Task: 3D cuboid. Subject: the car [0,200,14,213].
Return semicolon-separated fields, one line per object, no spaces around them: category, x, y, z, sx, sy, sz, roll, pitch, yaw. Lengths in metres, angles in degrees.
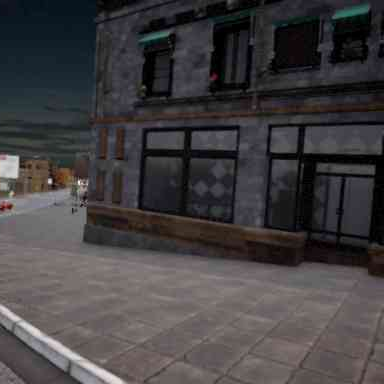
car;-21.700;1.574;37.683;1.895;1.301;4.718;3;-1;-15
